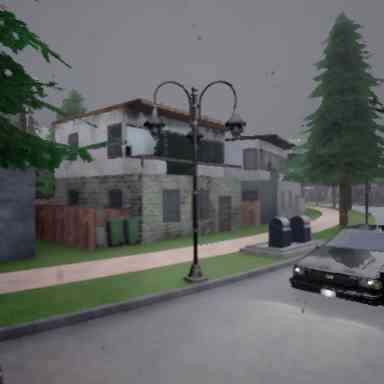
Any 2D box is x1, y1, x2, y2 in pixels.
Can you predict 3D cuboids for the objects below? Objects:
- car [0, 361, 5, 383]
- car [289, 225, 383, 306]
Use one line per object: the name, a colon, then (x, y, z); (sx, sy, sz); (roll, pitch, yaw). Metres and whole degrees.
car: (-3.631, 1.551, 1.685); (4.674, 1.442, 1.812); (0, 0, -36)
car: (4.508, 1.550, 8.241); (5.357, 1.411, 2.033); (0, 0, -44)
